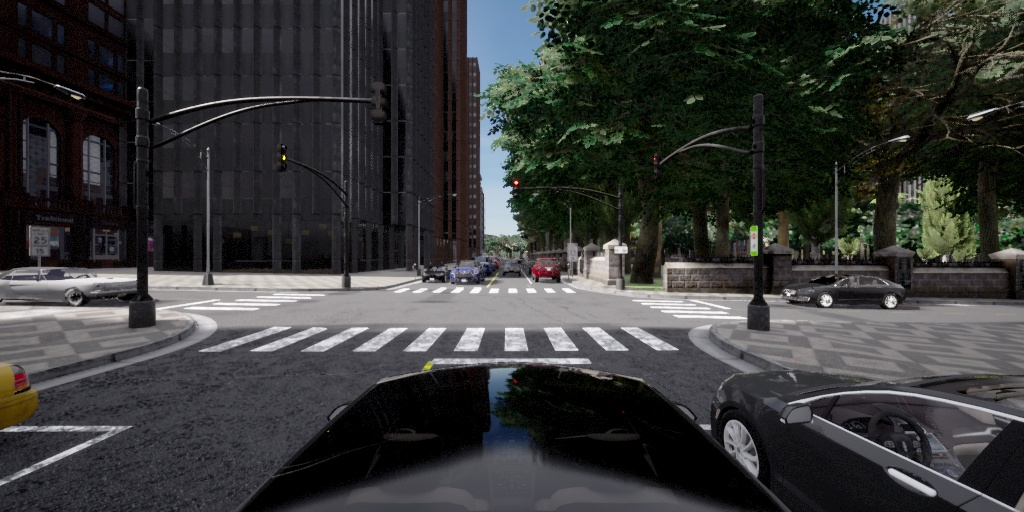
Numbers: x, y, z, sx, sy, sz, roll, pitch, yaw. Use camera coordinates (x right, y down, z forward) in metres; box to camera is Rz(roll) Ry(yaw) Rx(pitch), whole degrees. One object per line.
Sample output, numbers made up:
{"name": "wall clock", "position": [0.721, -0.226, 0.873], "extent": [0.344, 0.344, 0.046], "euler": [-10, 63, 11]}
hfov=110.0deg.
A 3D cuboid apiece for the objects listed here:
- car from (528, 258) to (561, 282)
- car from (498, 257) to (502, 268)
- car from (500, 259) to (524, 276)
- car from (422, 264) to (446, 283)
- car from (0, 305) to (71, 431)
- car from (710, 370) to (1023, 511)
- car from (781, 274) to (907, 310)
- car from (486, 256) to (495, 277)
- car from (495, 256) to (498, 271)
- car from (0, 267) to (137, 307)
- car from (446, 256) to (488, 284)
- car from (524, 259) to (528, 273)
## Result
{"name": "car", "position": [2.670, 1.075, 28.410], "extent": [2.192, 1.841, 5.009], "euler": [0, 0, 0]}
{"name": "car", "position": [-3.248, 1.014, 57.256], "extent": [2.150, 2.045, 5.566], "euler": [0, 0, 0]}
{"name": "car", "position": [-0.033, 1.319, 38.432], "extent": [2.033, 1.411, 5.357], "euler": [0, 0, 0]}
{"name": "car", "position": [-5.855, 1.326, 28.370], "extent": [1.948, 1.339, 4.313], "euler": [0, 0, 0]}
{"name": "car", "position": [-5.760, 1.275, 1.536], "extent": [1.751, 1.417, 4.829], "euler": [0, 0, 0]}
{"name": "car", "position": [2.764, 1.300, 1.745], "extent": [2.007, 1.370, 4.403], "euler": [0, 0, 0]}
{"name": "car", "position": [15.217, 1.592, 16.597], "extent": [4.892, 1.490, 1.837], "euler": [1, 0, -1]}
{"name": "car", "position": [-3.218, 0.991, 36.567], "extent": [2.150, 2.045, 5.566], "euler": [0, 0, 0]}
{"name": "car", "position": [-3.248, 1.133, 46.749], "extent": [2.097, 1.767, 4.553], "euler": [0, 0, 0]}
{"name": "car", "position": [-16.480, 1.068, 13.109], "extent": [4.718, 1.301, 1.895], "euler": [1, 0, -1]}
{"name": "car", "position": [-3.251, 1.111, 26.807], "extent": [2.097, 1.767, 4.553], "euler": [0, 0, 1]}
{"name": "car", "position": [2.632, 1.338, 39.322], "extent": [1.948, 1.339, 4.313], "euler": [0, 0, 0]}
